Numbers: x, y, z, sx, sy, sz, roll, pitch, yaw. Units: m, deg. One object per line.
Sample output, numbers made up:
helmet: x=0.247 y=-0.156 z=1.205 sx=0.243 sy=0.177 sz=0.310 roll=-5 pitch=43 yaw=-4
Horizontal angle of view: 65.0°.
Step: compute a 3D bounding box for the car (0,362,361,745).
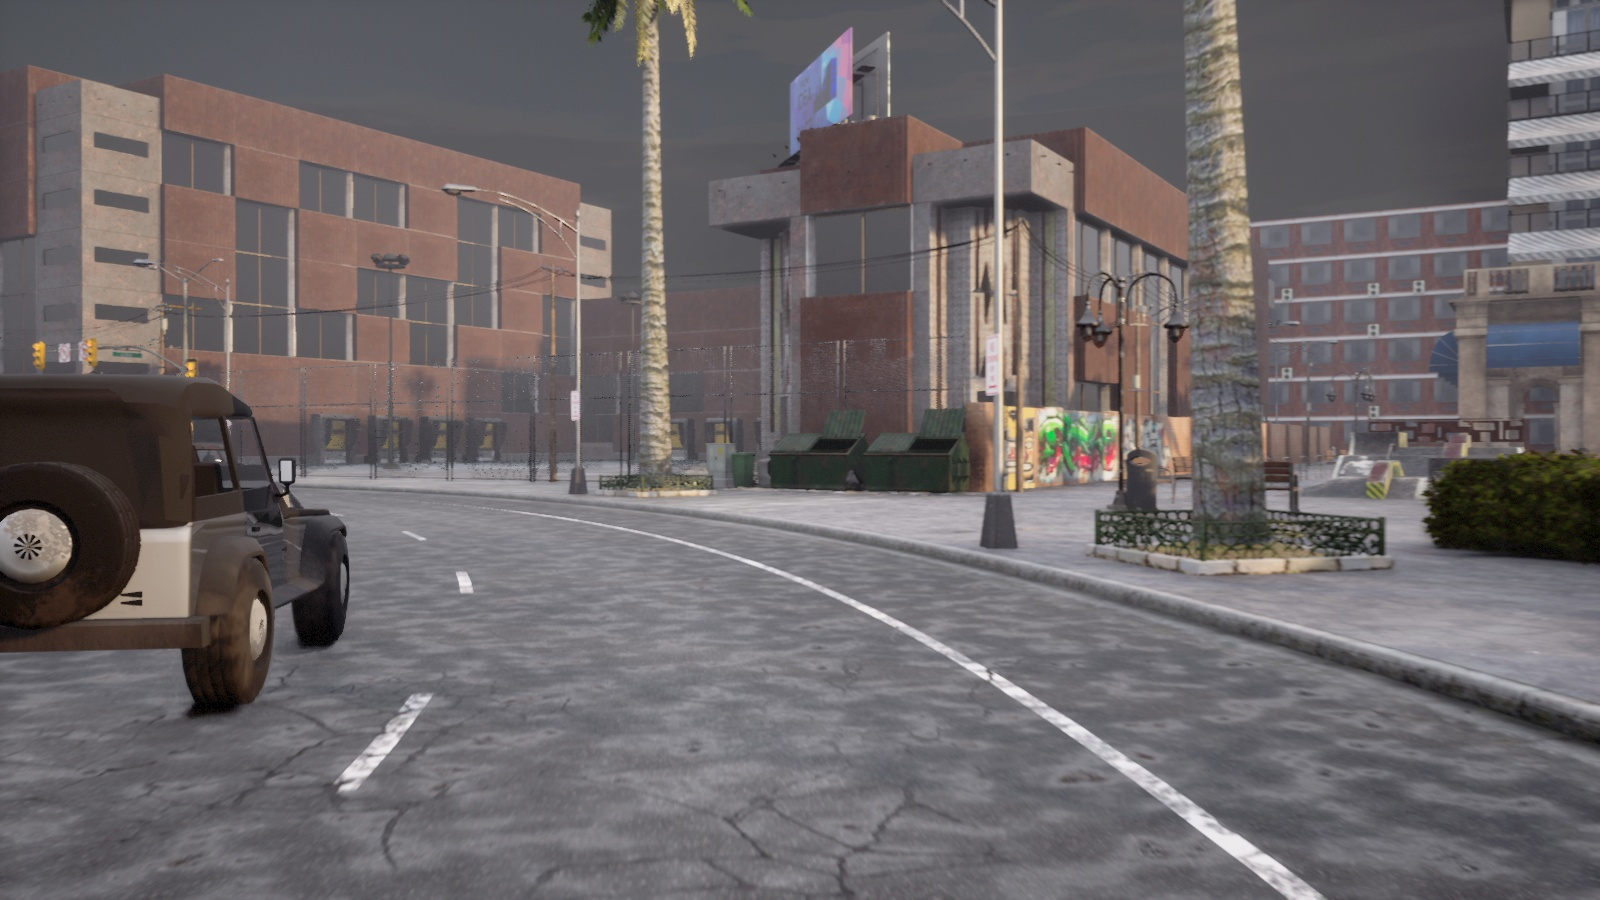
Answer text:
car: x=-4.189 y=0.496 z=8.071 sx=1.905 sy=1.878 sz=3.866 roll=0 pitch=0 yaw=-9
